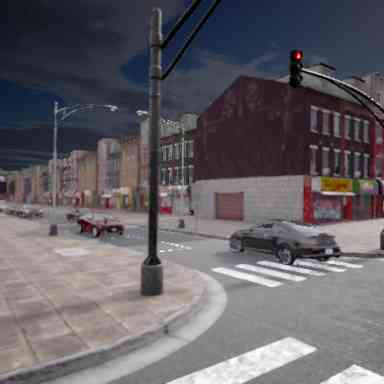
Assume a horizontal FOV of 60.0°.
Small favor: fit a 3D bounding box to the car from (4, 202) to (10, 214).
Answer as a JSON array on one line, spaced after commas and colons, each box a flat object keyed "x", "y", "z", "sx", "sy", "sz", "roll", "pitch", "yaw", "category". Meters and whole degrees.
[{"x": -25.047, "y": 2.475, "z": 47.518, "sx": 1.947, "sy": 1.339, "sz": 4.313, "roll": 0, "pitch": -1, "yaw": -36, "category": "car"}]

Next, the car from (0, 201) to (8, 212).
[{"x": -31.405, "y": 2.617, "z": 56.372, "sx": 1.752, "sy": 1.417, "sz": 4.829, "roll": 0, "pitch": -1, "yaw": -36, "category": "car"}]

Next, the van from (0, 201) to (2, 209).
[{"x": -41.190, "y": 2.709, "z": 70.000, "sx": 1.690, "sy": 1.788, "sz": 3.998, "roll": 0, "pitch": -1, "yaw": -36, "category": "van"}]

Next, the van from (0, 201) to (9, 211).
[{"x": -34.734, "y": 2.527, "z": 61.008, "sx": 1.690, "sy": 1.788, "sz": 3.998, "roll": 0, "pitch": -1, "yaw": -36, "category": "van"}]

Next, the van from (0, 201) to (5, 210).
[{"x": -37.962, "y": 2.618, "z": 65.504, "sx": 1.690, "sy": 1.788, "sz": 3.998, "roll": 0, "pitch": -1, "yaw": -36, "category": "van"}]

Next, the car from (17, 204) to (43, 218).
[{"x": -18.592, "y": 2.164, "z": 38.529, "sx": 1.967, "sy": 1.590, "sz": 4.097, "roll": 0, "pitch": -1, "yaw": -36, "category": "car"}]

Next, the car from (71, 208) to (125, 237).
[{"x": -5.678, "y": 1.909, "z": 20.545, "sx": 1.887, "sy": 1.381, "sz": 4.507, "roll": 0, "pitch": -1, "yaw": -36, "category": "car"}]

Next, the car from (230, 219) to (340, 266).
[{"x": 3.282, "y": 1.750, "z": 12.532, "sx": 1.812, "sy": 1.442, "sz": 4.674, "roll": 2, "pitch": -2, "yaw": -27, "category": "car"}]

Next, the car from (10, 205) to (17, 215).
[{"x": -21.819, "y": 2.382, "z": 43.022, "sx": 1.947, "sy": 1.339, "sz": 4.313, "roll": 0, "pitch": -1, "yaw": -36, "category": "car"}]

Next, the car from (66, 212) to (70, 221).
[{"x": -10.753, "y": 2.216, "z": 32.326, "sx": 1.895, "sy": 1.301, "sz": 4.718, "roll": 1, "pitch": -2, "yaw": -36, "category": "car"}]
